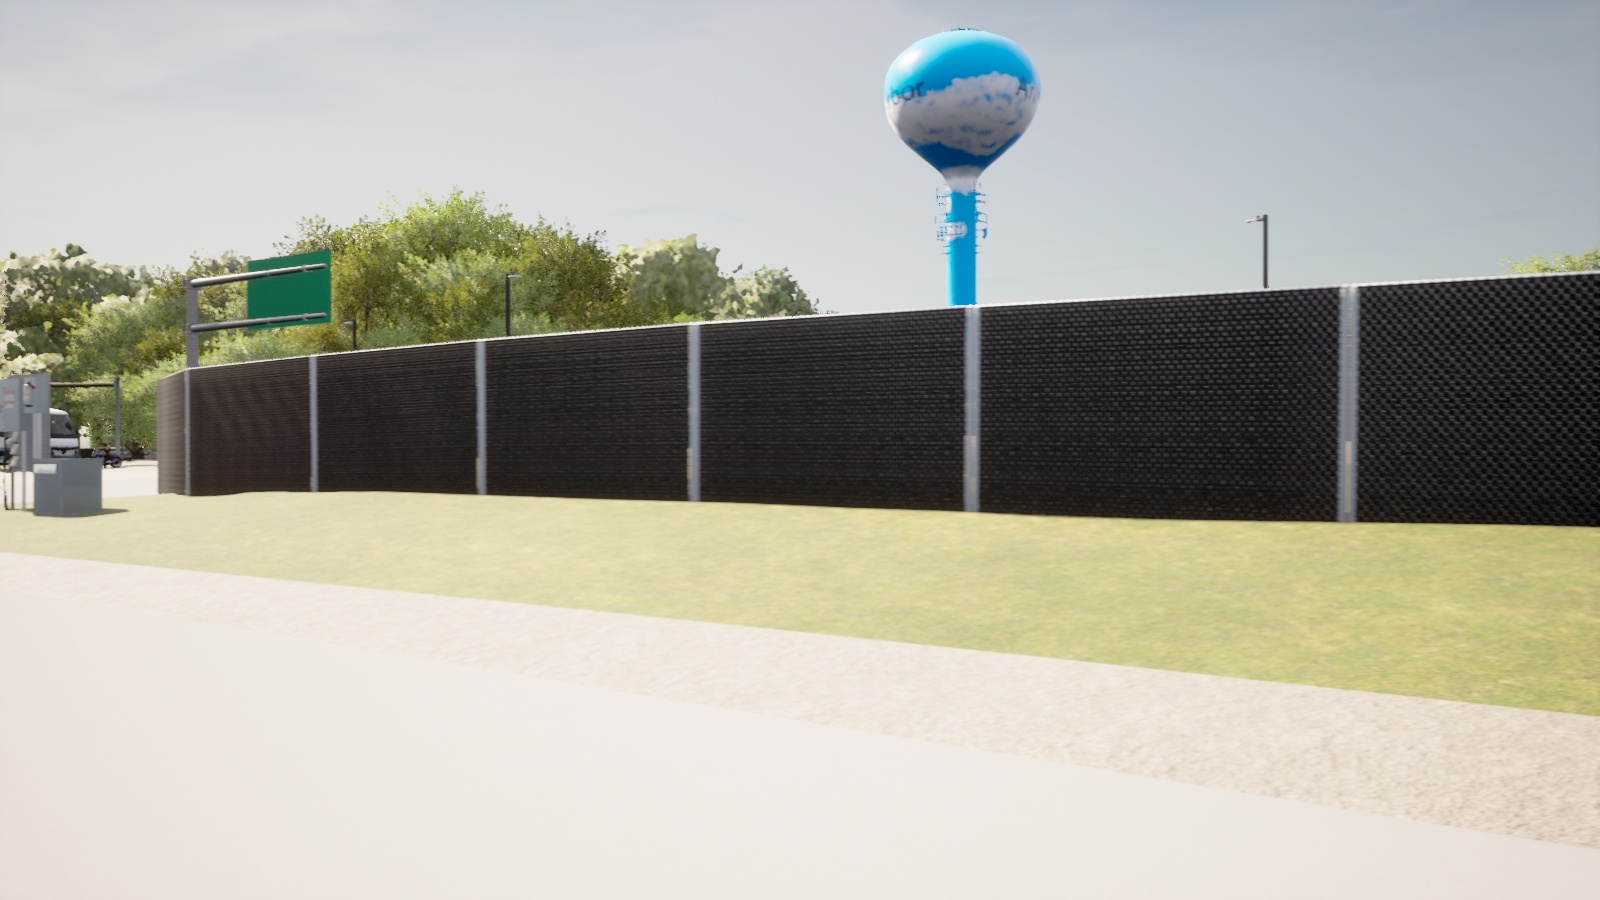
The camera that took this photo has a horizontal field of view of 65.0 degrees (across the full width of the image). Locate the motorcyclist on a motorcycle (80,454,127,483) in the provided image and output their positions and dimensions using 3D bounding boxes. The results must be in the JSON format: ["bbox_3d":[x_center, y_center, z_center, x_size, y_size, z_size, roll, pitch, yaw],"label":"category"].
[{"bbox_3d":[-42.440,1.117,76.512,0.766,1.649,2.350,-1,2,35],"label":"motorcyclist on a motorcycle"}]

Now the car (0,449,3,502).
[{"bbox_3d":[-21.824,0.707,31.881,1.481,1.376,2.207,-1,2,33],"label":"car"}]
